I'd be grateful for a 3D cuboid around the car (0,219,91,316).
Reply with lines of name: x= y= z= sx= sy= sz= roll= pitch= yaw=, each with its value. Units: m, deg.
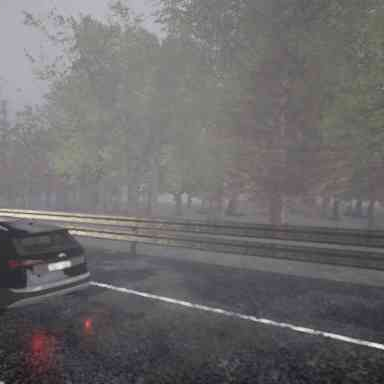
car: x=-4.301 y=1.416 z=7.301 sx=4.856 sy=1.649 sz=2.033 roll=0 pitch=0 yaw=33
